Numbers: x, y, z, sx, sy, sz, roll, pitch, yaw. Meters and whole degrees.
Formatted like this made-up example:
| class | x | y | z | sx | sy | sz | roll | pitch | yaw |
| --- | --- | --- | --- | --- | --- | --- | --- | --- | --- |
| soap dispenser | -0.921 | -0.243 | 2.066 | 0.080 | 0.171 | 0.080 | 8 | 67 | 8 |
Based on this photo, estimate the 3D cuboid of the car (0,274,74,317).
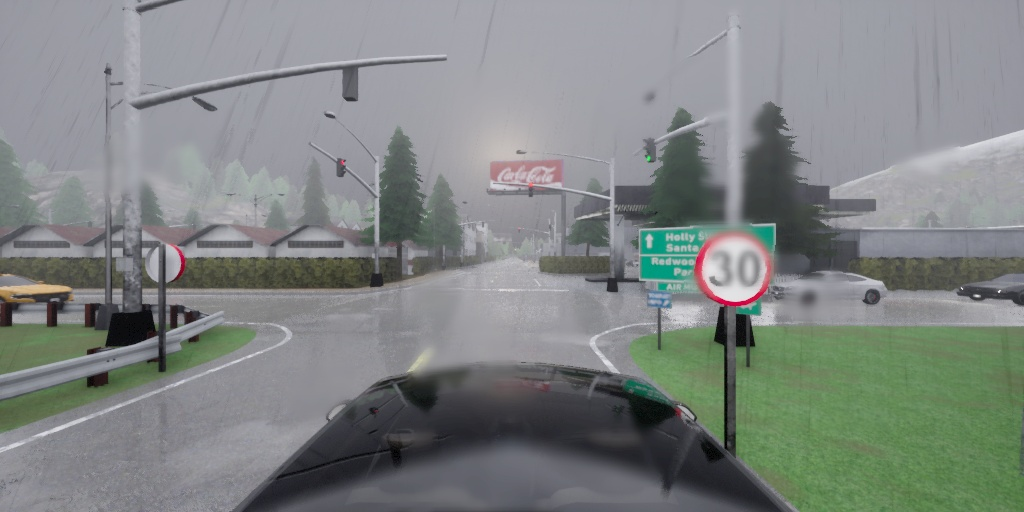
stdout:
| class | x | y | z | sx | sy | sz | roll | pitch | yaw |
| --- | --- | --- | --- | --- | --- | --- | --- | --- | --- |
| car | -20.022 | 1.419 | 13.789 | 5.008 | 1.535 | 1.882 | 0 | 0 | 1 |

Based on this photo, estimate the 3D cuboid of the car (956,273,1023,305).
| class | x | y | z | sx | sy | sz | roll | pitch | yaw |
| --- | --- | --- | --- | --- | --- | --- | --- | --- | --- |
| car | 24.512 | 1.489 | 16.807 | 5.357 | 1.411 | 2.033 | 0 | 0 | 1 |

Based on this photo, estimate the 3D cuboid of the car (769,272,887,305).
| class | x | y | z | sx | sy | sz | roll | pitch | yaw |
| --- | --- | --- | --- | --- | --- | --- | --- | --- | --- |
| car | 14.857 | 1.467 | 16.935 | 4.674 | 1.442 | 1.812 | 0 | 0 | 0 |
